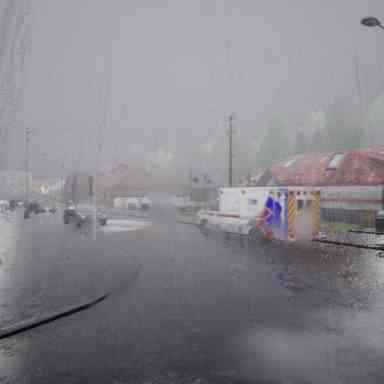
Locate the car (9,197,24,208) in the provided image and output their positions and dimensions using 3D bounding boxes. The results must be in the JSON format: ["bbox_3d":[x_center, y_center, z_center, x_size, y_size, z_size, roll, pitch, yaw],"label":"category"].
[{"bbox_3d":[-24.730,1.495,47.244,2.128,1.511,4.902,0,0,-35],"label":"car"}]

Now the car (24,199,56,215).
[{"bbox_3d":[-15.211,1.488,33.730,2.128,1.511,4.902,0,0,-36],"label":"car"}]

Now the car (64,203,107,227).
[{"bbox_3d":[-7.464,1.526,22.887,1.812,1.442,4.674,0,0,-36],"label":"car"}]

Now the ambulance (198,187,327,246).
[{"bbox_3d":[2.799,1.031,15.523,2.351,2.431,6.366,0,0,-35],"label":"ambulance"}]
